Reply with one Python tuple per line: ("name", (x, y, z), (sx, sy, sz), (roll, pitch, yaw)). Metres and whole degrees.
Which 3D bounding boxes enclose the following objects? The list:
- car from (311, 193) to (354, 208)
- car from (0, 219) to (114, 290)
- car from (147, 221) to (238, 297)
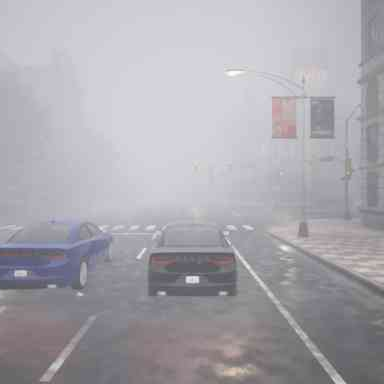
("car", (19.583, 1.213, 46.346), (5.566, 2.045, 2.150), (0, 0, 0))
("car", (-3.489, 1.476, 9.118), (1.882, 1.535, 5.008), (0, 0, -2))
("car", (0.007, 1.476, 8.651), (1.882, 1.535, 5.008), (0, 0, 0))
